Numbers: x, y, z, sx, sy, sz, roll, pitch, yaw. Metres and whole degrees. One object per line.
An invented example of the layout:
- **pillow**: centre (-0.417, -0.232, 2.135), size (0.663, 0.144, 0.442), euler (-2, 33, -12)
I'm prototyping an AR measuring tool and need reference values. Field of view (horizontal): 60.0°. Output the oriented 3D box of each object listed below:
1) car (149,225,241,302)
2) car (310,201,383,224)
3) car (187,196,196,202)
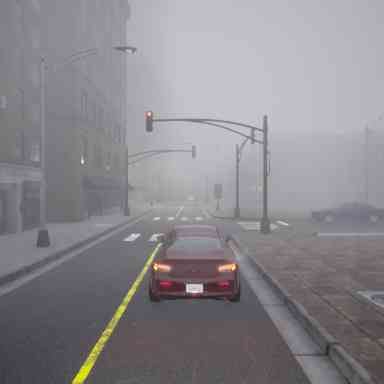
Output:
- **car**: centre (0.074, 1.526, 8.139), size (1.812, 1.442, 4.674), euler (0, 0, 1)
- **car**: centre (11.078, 1.432, 23.851), size (5.008, 1.535, 1.882), euler (0, 0, 0)
- **car**: centre (-0.150, 1.567, 76.115), size (1.812, 1.442, 4.674), euler (0, 0, 0)
